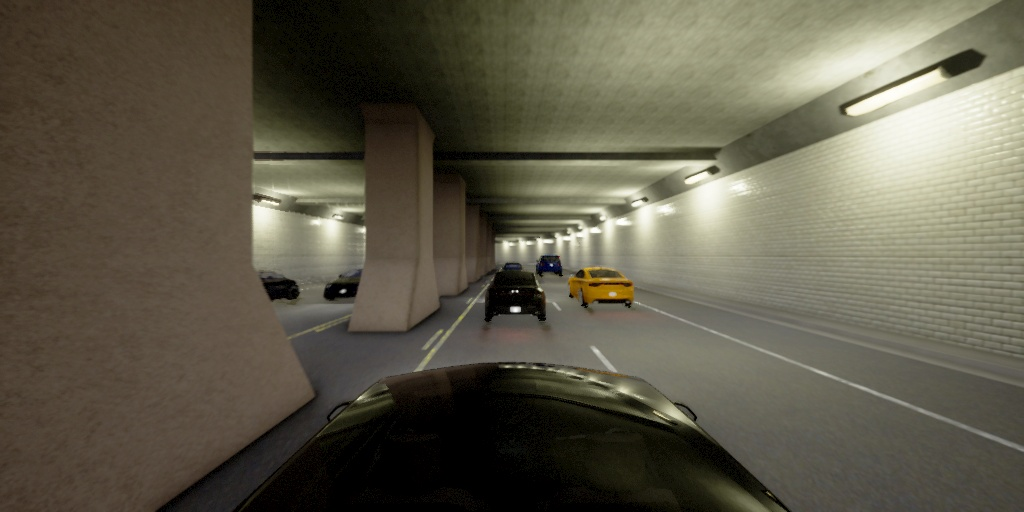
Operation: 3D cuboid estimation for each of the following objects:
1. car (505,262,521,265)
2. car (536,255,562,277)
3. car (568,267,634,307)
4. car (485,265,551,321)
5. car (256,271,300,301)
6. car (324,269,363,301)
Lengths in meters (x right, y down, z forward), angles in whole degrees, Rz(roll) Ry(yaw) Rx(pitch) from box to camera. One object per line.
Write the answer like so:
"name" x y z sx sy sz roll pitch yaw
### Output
"car" 0.100 1.250 30.644 2.033 1.411 5.357 0 0 0
"car" 3.601 0.916 35.358 2.150 2.045 5.566 0 0 0
"car" 3.599 1.205 15.296 1.882 1.535 5.008 0 0 0
"car" 0.100 1.237 12.441 1.837 1.490 4.892 0 0 0
"car" -10.599 1.293 14.524 1.994 1.385 4.181 0 0 0
"car" -7.099 1.289 17.045 1.994 1.385 4.181 0 0 0
